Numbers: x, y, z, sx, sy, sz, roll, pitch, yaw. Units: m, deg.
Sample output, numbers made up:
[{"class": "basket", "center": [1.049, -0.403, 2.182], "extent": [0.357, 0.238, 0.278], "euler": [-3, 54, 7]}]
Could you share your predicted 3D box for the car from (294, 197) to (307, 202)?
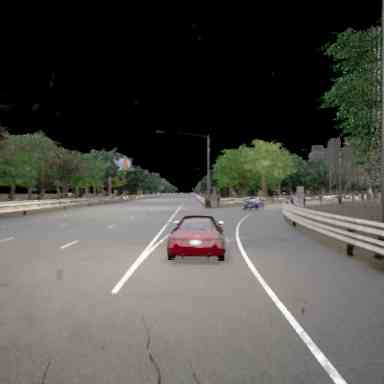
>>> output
[{"class": "car", "center": [20.504, 1.560, 62.724], "extent": [1.895, 1.301, 4.718], "euler": [0, 0, 41]}]

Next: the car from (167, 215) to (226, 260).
[{"class": "car", "center": [0.251, 1.566, 12.517], "extent": [1.994, 1.385, 4.181], "euler": [0, 0, 4]}]

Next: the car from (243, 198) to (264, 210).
[{"class": "car", "center": [8.090, 1.527, 43.282], "extent": [1.812, 1.442, 4.674], "euler": [0, 0, 25]}]
